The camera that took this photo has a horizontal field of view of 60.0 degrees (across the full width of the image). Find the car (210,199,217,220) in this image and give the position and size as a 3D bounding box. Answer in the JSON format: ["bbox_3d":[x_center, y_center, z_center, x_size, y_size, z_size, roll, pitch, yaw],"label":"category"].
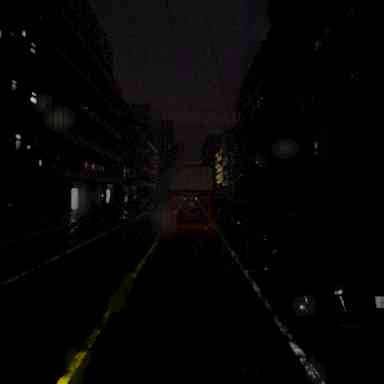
[{"bbox_3d":[2.611,1.440,23.540,2.008,1.369,4.403,0,0,0],"label":"car"}]

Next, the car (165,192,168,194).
[{"bbox_3d":[-5.887,1.038,57.333,2.192,1.841,5.009,0,0,0],"label":"car"}]

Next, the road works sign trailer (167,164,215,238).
[{"bbox_3d":[-0.043,0.385,17.040,2.380,3.560,2.880,0,0,0],"label":"road works sign trailer"}]

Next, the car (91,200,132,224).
[{"bbox_3d":[-5.770,1.456,23.514,1.947,1.339,4.313,0,0,0],"label":"car"}]

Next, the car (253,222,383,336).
[{"bbox_3d":[2.669,1.535,6.632,1.947,1.339,4.313,0,0,0],"label":"car"}]

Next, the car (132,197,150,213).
[{"bbox_3d":[-5.809,1.362,34.617,1.752,1.417,4.829,0,0,0],"label":"car"}]

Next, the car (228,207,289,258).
[{"bbox_3d":[2.650,1.487,12.268,1.887,1.381,4.507,0,0,0],"label":"car"}]

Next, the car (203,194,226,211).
[{"bbox_3d":[2.573,1.149,34.812,2.192,1.841,5.009,0,0,0],"label":"car"}]

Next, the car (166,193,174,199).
[{"bbox_3d":[-6.005,0.989,91.150,1.967,1.590,4.097,0,0,0],"label":"car"}]

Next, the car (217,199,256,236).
[{"bbox_3d":[2.631,1.356,17.904,1.967,1.590,4.097,0,0,0],"label":"car"}]

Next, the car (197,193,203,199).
[{"bbox_3d":[2.394,1.101,85.710,1.752,1.417,4.829,0,0,0],"label":"car"}]

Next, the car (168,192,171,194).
[{"bbox_3d":[-5.985,0.893,85.514,2.192,1.841,5.009,0,0,0],"label":"car"}]

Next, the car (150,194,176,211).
[{"bbox_3d":[-3.223,1.315,37.213,2.128,1.511,4.902,0,0,0],"label":"car"}]
